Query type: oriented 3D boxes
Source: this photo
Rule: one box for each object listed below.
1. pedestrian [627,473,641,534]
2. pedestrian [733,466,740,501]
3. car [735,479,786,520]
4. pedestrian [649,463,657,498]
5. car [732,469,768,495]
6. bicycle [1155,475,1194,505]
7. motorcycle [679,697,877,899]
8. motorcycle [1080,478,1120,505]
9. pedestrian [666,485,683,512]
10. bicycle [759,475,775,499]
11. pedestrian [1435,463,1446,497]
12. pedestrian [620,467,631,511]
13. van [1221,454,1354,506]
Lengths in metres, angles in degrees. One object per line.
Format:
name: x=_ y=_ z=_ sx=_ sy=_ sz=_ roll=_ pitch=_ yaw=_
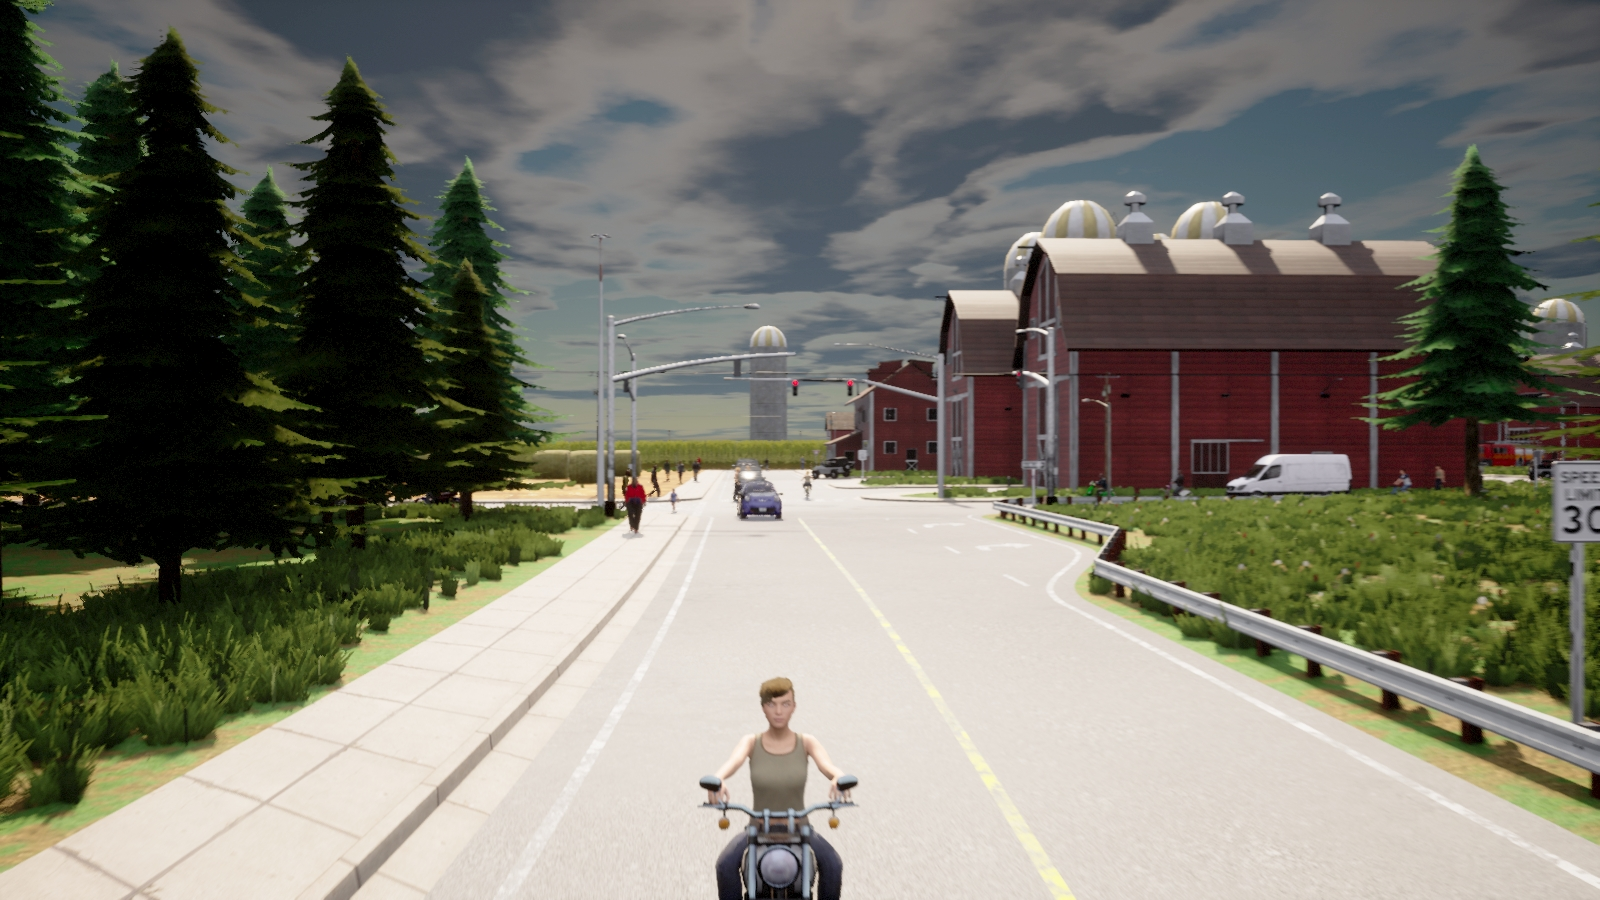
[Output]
pedestrian: x=-5.131 y=1.647 z=35.358 sx=0.375 sy=1.860 sz=0.375 roll=0 pitch=0 yaw=-2
pedestrian: x=-3.406 y=1.783 z=61.358 sx=0.375 sy=1.860 sz=0.375 roll=0 pitch=0 yaw=3
car: x=-1.636 y=1.979 z=46.401 sx=1.845 sy=1.501 sz=3.633 roll=0 pitch=0 yaw=-6
pedestrian: x=-7.920 y=1.644 z=61.701 sx=0.375 sy=1.860 sz=0.375 roll=0 pitch=0 yaw=1
car: x=-3.173 y=1.982 z=71.905 sx=2.163 sy=1.488 sz=4.792 roll=0 pitch=0 yaw=-3
bicycle: x=18.881 y=2.007 z=57.615 sx=1.835 sy=1.471 sz=0.329 roll=0 pitch=0 yaw=-2
motorcycle: x=-0.105 y=2.123 z=5.577 sx=0.764 sy=1.307 sz=2.356 roll=0 pitch=0 yaw=-1
motorcycle: x=15.072 y=2.091 z=57.455 sx=1.805 sy=1.316 sz=0.856 roll=0 pitch=0 yaw=-2
pedestrian: x=-5.203 y=2.021 z=47.370 sx=0.500 sy=1.100 sz=0.500 roll=0 pitch=0 yaw=20
bicycle: x=-1.844 y=2.086 z=64.129 sx=0.859 sy=1.276 sz=1.487 roll=0 pitch=0 yaw=1
pedestrian: x=34.825 y=1.630 z=62.107 sx=0.375 sy=1.860 sz=0.375 roll=0 pitch=0 yaw=-13
pedestrian: x=-7.506 y=1.665 z=49.098 sx=0.375 sy=1.860 sz=0.375 roll=0 pitch=0 yaw=-21
van: x=24.613 y=1.477 z=57.810 sx=5.915 sy=2.561 sz=1.988 roll=0 pitch=0 yaw=-2
